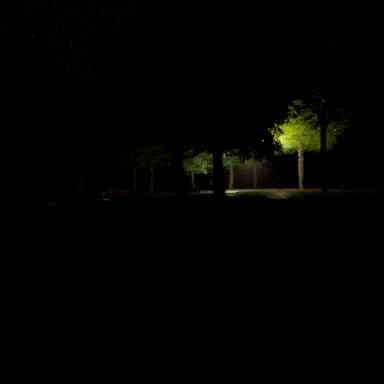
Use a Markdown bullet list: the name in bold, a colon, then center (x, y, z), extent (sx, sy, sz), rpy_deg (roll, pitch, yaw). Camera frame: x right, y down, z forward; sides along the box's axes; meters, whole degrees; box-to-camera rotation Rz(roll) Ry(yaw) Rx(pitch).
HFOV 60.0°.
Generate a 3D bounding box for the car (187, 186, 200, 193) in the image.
- **car**: center (-0.305, -0.408, 66.155), extent (1.994, 1.385, 4.181), rpy_deg (-1, 1, 38)

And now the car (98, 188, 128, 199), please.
- **car**: center (-12.091, 0.180, 51.007), extent (1.882, 1.535, 5.008), rpy_deg (-1, 2, 38)
